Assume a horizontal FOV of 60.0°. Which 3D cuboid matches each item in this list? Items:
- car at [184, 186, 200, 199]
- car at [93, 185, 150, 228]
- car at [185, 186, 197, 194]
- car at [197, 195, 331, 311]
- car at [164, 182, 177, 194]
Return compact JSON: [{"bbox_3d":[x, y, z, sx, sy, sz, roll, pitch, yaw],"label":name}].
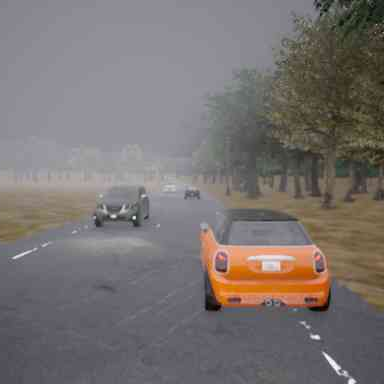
[{"bbox_3d":[0.011,0.061,42.469,1.882,1.535,5.008,0,1,0],"label":"car"},{"bbox_3d":[-3.559,0.651,17.841,2.150,2.045,5.566,0,2,0],"label":"car"},{"bbox_3d":[-0.170,-0.368,57.506,1.895,1.301,4.718,0,2,0],"label":"car"},{"bbox_3d":[1.255,1.115,7.374,2.097,1.767,4.553,0,2,0],"label":"car"},{"bbox_3d":[-3.813,-0.814,59.355,2.150,2.045,5.566,0,2,0],"label":"car"}]
